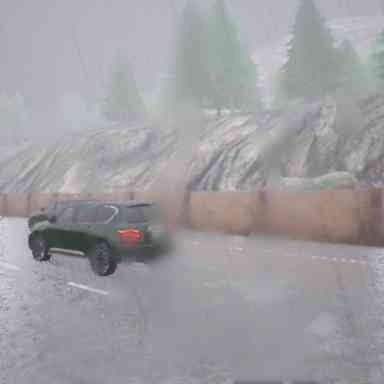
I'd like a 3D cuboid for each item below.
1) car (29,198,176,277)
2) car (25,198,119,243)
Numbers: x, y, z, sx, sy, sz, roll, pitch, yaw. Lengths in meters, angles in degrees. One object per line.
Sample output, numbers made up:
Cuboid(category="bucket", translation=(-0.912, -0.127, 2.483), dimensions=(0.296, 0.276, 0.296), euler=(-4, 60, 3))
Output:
Cuboid(category="car", translation=(-3.058, 1.297, 10.775), dimensions=(5.566, 2.045, 2.150), euler=(-1, -1, 38))
Cuboid(category="car", translation=(-6.632, 1.361, 18.024), dimensions=(5.566, 2.045, 2.150), euler=(-1, -1, 38))
